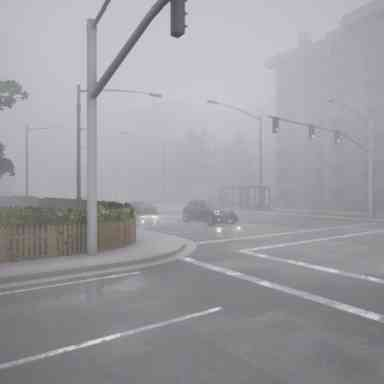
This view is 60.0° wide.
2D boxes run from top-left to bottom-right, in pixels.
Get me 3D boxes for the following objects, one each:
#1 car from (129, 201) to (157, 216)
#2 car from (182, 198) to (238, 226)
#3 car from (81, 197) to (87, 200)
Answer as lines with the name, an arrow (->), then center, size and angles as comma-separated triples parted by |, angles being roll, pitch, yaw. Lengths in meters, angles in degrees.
car -> -5.101, 1.555, 32.889 | 1.994, 1.385, 4.181 | 0, 0, -35
car -> 1.223, 1.343, 23.747 | 2.097, 1.767, 4.553 | 0, 0, -35
car -> -14.641, 1.498, 46.797 | 1.837, 1.490, 4.892 | 0, -1, -34
